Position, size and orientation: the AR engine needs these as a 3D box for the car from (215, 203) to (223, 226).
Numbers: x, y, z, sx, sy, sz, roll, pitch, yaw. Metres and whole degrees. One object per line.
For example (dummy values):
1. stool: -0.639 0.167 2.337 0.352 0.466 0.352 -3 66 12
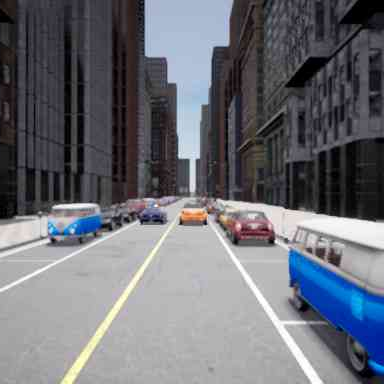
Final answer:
1. car: 2.759 1.729 22.417 1.752 1.417 4.829 0 -1 0

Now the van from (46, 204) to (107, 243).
1. van: -5.766 1.492 16.600 1.690 1.788 3.998 0 -1 0

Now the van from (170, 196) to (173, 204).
1. van: -5.768 2.004 72.965 1.690 1.788 3.998 0 -1 0

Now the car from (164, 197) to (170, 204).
1. car: -5.767 2.000 61.692 1.967 1.590 4.097 0 -1 0

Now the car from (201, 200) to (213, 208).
1. car: 2.758 2.127 61.699 1.947 1.339 4.313 0 -1 0

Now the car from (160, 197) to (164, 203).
1. car: -5.767 1.897 50.419 1.967 1.590 4.097 0 -1 0

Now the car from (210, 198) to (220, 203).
1. car: 2.758 1.796 39.155 1.967 1.590 4.097 0 -1 0

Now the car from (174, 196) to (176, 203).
1. car: -5.768 2.319 84.235 2.008 1.369 4.403 0 -1 0

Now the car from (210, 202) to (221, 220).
1. car: 2.759 1.804 27.883 2.008 1.369 4.403 0 -1 0

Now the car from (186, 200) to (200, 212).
1. car: 0.098 1.917 45.514 1.837 1.490 4.892 0 -1 0

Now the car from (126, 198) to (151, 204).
1. car: -5.767 1.619 33.510 2.192 1.841 5.009 0 -1 0

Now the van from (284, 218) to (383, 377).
1. van: 2.759 1.391 5.340 1.690 1.788 3.998 0 -1 0

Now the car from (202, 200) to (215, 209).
1. car: 2.758 2.054 56.063 1.887 1.381 4.507 0 -1 0

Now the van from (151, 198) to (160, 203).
1. van: -5.767 1.747 44.783 1.690 1.788 3.998 0 -1 0

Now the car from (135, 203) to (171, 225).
1. car: -3.001 1.842 26.577 1.895 1.301 4.718 0 -1 0

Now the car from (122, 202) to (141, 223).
1. car: -5.766 1.819 27.871 1.947 1.339 4.313 0 -1 0

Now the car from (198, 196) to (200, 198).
1. car: 2.757 2.104 72.972 1.967 1.590 4.097 0 -1 0

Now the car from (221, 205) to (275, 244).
1. car: 2.759 1.592 16.611 1.967 1.590 4.097 0 -1 0

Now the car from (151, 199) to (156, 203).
1. car: -5.766 1.900 39.145 1.887 1.381 4.507 0 -1 0

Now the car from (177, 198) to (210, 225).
1. car: 0.100 1.597 26.881 2.097 1.767 4.553 0 0 0

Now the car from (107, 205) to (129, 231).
1. car: -5.766 1.768 22.235 1.947 1.339 4.313 0 -1 0

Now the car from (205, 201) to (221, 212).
1. car: 2.759 1.973 44.791 1.947 1.339 4.313 0 -1 0
